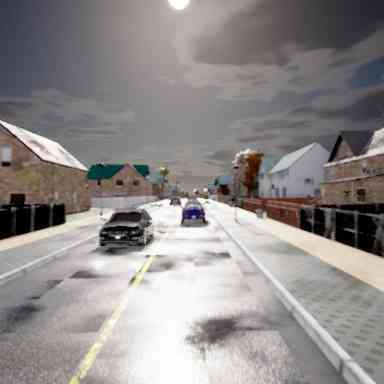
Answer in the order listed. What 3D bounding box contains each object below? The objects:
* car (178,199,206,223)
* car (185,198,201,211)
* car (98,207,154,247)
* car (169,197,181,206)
[{"bbox_3d":[0.110,1.528,25.151,1.812,1.442,4.674,0,0,0],"label":"car"},{"bbox_3d":[0.119,1.553,41.189,1.812,1.442,4.674,0,0,0],"label":"car"},{"bbox_3d":[-2.843,1.499,15.176,1.837,1.490,4.892,0,0,0],"label":"car"},{"bbox_3d":[-2.773,1.601,56.610,1.812,1.442,4.674,0,0,1],"label":"car"}]
